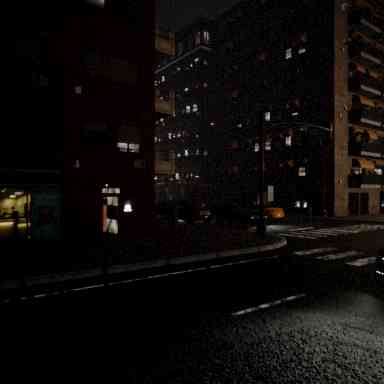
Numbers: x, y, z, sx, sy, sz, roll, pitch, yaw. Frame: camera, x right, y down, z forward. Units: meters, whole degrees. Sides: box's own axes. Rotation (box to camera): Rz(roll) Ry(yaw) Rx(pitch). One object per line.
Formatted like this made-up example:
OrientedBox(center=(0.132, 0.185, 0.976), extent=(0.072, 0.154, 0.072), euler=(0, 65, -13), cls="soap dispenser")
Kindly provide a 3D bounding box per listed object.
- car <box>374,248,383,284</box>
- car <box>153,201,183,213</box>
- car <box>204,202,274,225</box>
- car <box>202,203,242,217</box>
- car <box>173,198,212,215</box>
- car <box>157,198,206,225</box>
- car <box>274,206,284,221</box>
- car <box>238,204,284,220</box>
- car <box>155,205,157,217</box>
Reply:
OrientedBox(center=(6.399, 1.502, 8.218), extent=(4.902, 1.511, 2.128), euler=(1, 0, -35), cls="car")
OrientedBox(center=(-3.343, 2.025, 45.600), extent=(2.008, 1.369, 4.403), euler=(-1, 0, -36), cls="car")
OrientedBox(center=(3.536, 1.779, 26.338), extent=(2.033, 1.411, 5.357), euler=(0, -1, -34), cls="car")
OrientedBox(center=(3.256, 1.898, 36.630), extent=(1.947, 1.339, 4.313), euler=(-1, 0, -36), cls="car")
OrientedBox(center=(-0.048, 1.718, 41.116), extent=(2.192, 1.841, 5.009), euler=(-1, 0, -36), cls="car")
OrientedBox(center=(-0.434, 1.586, 27.049), extent=(2.192, 1.841, 5.009), euler=(-1, 0, -36), cls="car")
OrientedBox(center=(5.573, 1.715, 28.690), extent=(1.882, 1.535, 5.008), euler=(0, -1, -35), cls="car")
OrientedBox(center=(6.556, 1.844, 32.146), extent=(1.802, 1.307, 4.206), euler=(-1, 0, -36), cls="car")
OrientedBox(center=(-2.340, 1.861, 34.266), extent=(1.837, 1.490, 4.892), euler=(0, -1, -37), cls="car")
